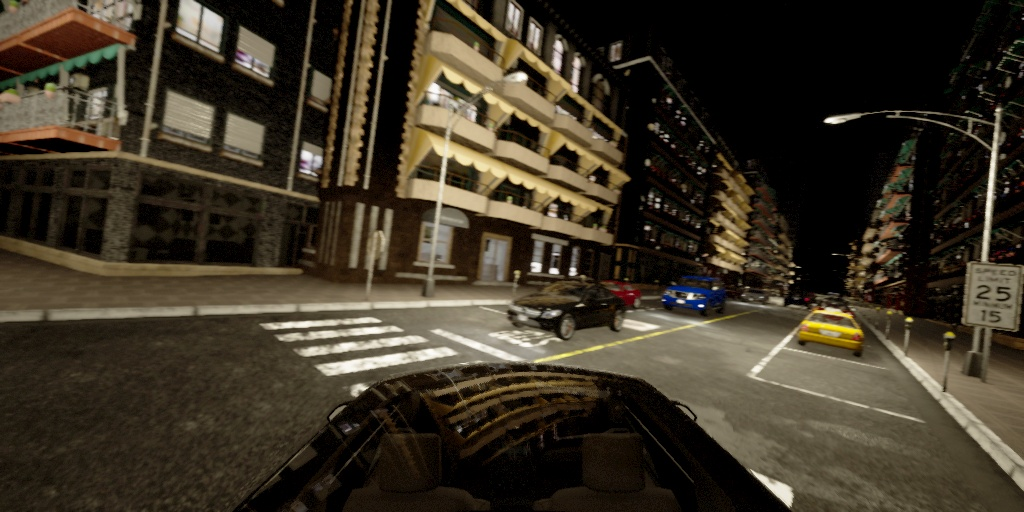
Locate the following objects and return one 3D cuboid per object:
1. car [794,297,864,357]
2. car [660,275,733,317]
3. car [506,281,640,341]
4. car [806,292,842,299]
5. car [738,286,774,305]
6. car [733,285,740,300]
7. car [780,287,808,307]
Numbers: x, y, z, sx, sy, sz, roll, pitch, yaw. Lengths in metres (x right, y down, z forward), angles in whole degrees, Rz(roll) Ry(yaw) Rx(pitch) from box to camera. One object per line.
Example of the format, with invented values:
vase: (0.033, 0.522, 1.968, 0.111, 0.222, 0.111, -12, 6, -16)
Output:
car: (11.480, 2.557, 13.024, 1.751, 1.417, 4.829, 0, 0, 42)
car: (10.591, 2.172, 20.542, 2.150, 2.045, 5.566, 6, 1, 42)
car: (1.875, 1.511, 10.935, 1.812, 1.442, 4.674, 6, 0, 43)
car: (18.761, 3.296, 21.109, 1.967, 1.591, 4.097, 0, 0, 42)
car: (24.287, 4.005, 35.674, 1.812, 1.442, 4.674, 6, 0, 43)
car: (23.644, 3.964, 39.016, 1.888, 1.381, 4.507, 0, 0, 42)
car: (28.746, 4.317, 35.985, 2.097, 1.767, 4.553, 6, 0, 42)
